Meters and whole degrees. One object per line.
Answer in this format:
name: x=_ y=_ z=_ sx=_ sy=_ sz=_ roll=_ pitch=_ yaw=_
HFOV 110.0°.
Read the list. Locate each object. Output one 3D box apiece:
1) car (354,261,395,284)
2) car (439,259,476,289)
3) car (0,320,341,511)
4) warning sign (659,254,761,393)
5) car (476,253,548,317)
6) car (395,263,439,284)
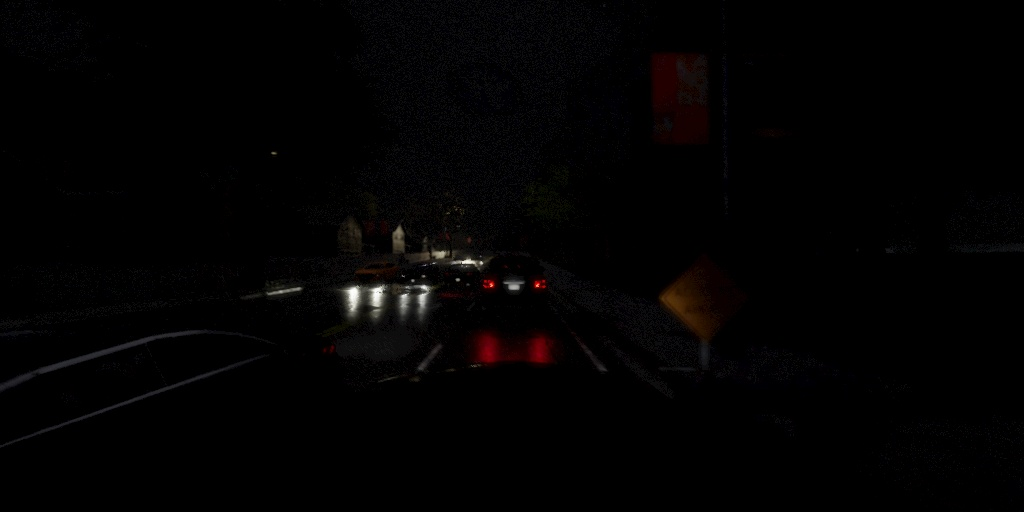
car: x=-9.851 y=1.160 z=26.425 sx=1.882 sy=1.535 sz=5.008 roll=0 pitch=1 yaw=0
car: x=-3.154 y=1.201 z=23.363 sx=1.882 sy=1.535 sz=5.008 roll=0 pitch=1 yaw=0
car: x=-3.149 y=1.250 z=2.781 sx=2.128 sy=1.511 sz=4.902 roll=0 pitch=-1 yaw=0
warning sign: x=2.851 y=0.894 z=5.292 sx=1.300 sy=1.860 sz=1.060 roll=0 pitch=0 yaw=0
car: x=0.086 y=1.014 z=13.492 sx=2.150 sy=2.045 sz=5.566 roll=0 pitch=0 yaw=0
car: x=-6.603 y=1.228 z=26.525 sx=2.033 sy=1.411 sz=5.357 roll=0 pitch=1 yaw=0
